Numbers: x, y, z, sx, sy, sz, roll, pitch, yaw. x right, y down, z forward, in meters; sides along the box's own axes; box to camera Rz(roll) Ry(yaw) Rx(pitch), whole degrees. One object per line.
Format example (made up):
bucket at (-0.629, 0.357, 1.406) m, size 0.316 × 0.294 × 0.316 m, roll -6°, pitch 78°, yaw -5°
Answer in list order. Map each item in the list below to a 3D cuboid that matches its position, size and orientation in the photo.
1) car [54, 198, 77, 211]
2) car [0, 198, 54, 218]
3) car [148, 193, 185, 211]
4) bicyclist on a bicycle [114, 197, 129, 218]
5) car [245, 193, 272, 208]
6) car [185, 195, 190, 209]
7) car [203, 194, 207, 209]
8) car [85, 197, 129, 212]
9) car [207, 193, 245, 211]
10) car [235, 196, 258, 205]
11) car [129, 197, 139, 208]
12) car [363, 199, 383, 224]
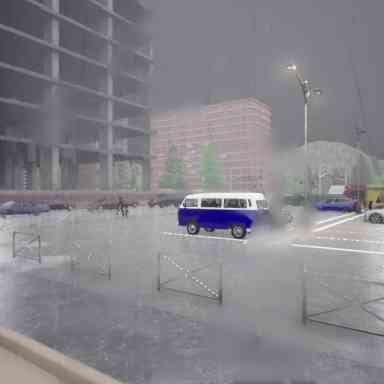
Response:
car at (-15.297, 1.436, 37.159) m, size 2.128 × 1.511 × 4.902 m, roll 0°, pitch 0°, yaw 35°
car at (-15.837, 1.492, 30.320) m, size 2.033 × 1.411 × 5.357 m, roll 0°, pitch 0°, yaw 35°
car at (-3.841, 1.166, 47.305) m, size 2.150 × 2.045 × 5.566 m, roll 0°, pitch 0°, yaw 35°
bicyclist on a bicycle at (-5.482, 1.248, 25.945) m, size 1.656 × 1.620 × 0.582 m, roll 0°, pitch 0°, yaw 35°
car at (11.046, 1.436, 56.138) m, size 2.128 × 1.511 × 4.902 m, roll 0°, pitch 0°, yaw 35°
car at (-3.250, 1.166, 54.168) m, size 2.150 × 2.045 × 5.566 m, roll 0°, pitch 0°, yaw 35°
car at (4.217, 1.448, 52.349) m, size 1.837 × 1.490 × 4.892 m, roll 0°, pitch 0°, yaw 35°
car at (-10.015, 1.449, 38.577) m, size 1.837 × 1.490 × 4.892 m, roll 0°, pitch 0°, yaw 35°
car at (4.944, 1.166, 47.411) m, size 2.150 × 2.045 × 5.566 m, roll 0°, pitch 0°, yaw 36°
car at (10.018, 1.436, 60.591) m, size 2.128 × 1.511 × 4.902 m, roll 0°, pitch 0°, yaw 35°
car at (-9.376, 1.436, 45.547) m, size 2.128 × 1.511 × 4.902 m, roll 0°, pitch 0°, yaw 35°
car at (13.270, 1.395, 21.463) m, size 3.806 × 1.475 × 1.970 m, roll 0°, pitch 0°, yaw 36°
